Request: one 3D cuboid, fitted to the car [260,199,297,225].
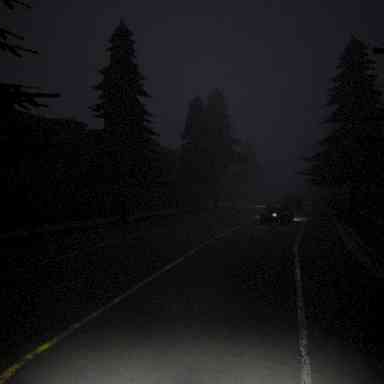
[{"bbox_3d":[5.916,1.417,22.948,1.994,1.385,4.181,0,0,20],"label":"car"}]

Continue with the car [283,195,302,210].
[{"bbox_3d":[11.689,1.114,38.684,2.097,1.767,4.553,0,0,20],"label":"car"}]

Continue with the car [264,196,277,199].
[{"bbox_3d":[11.497,1.253,48.555,1.994,1.385,4.181,0,0,20],"label":"car"}]
